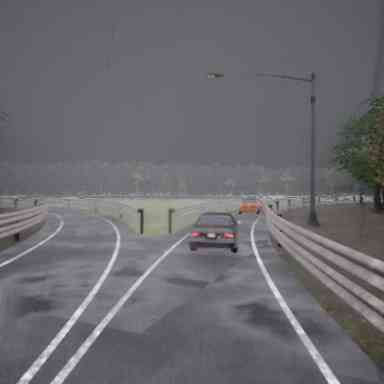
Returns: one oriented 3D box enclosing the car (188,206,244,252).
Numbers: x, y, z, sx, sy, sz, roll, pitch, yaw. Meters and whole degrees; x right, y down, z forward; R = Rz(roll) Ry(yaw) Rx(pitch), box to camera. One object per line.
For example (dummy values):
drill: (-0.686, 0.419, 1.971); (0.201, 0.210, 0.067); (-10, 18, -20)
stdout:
car: (1.057, 1.563, 14.101); (2.033, 1.411, 5.357); (0, 0, 9)

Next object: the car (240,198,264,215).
car: (6.462, 1.408, 35.568); (2.097, 1.767, 4.553); (0, 0, 19)
